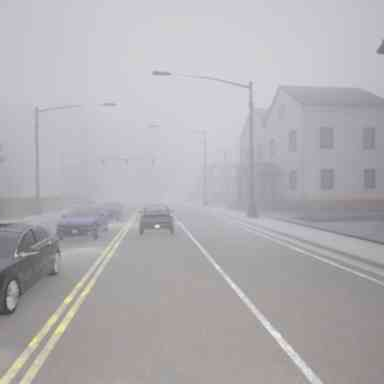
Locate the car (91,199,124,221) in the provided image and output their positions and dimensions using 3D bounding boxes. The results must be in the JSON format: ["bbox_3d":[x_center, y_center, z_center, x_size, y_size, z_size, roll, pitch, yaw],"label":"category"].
[{"bbox_3d":[-6.739,1.475,27.431,1.882,1.535,5.008,-1,0,-7],"label":"car"}]

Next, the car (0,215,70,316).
[{"bbox_3d":[-4.393,1.537,7.535,1.837,1.490,4.892,-1,0,-7],"label":"car"}]

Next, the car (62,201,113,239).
[{"bbox_3d":[-5.565,1.493,17.426,1.882,1.535,5.008,-1,0,-7],"label":"car"}]

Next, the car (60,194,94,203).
[{"bbox_3d":[-18.464,1.288,53.653,5.566,2.045,2.150,-1,0,-6],"label":"car"}]

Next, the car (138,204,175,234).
[{"bbox_3d":[-2.047,1.467,19.165,1.837,1.490,4.892,-1,0,-7],"label":"car"}]
